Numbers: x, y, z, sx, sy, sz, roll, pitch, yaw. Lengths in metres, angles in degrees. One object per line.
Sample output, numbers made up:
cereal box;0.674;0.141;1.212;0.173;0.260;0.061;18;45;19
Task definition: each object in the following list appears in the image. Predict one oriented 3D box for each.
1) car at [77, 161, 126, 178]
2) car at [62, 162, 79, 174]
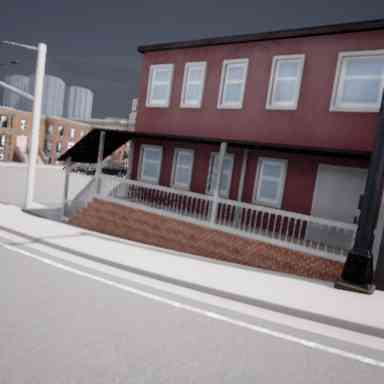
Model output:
car;-10.648;-2.802;40.936;2.150;2.045;5.566;11;7;35
car;-14.150;-3.034;42.077;1.994;1.385;4.181;11;6;35
